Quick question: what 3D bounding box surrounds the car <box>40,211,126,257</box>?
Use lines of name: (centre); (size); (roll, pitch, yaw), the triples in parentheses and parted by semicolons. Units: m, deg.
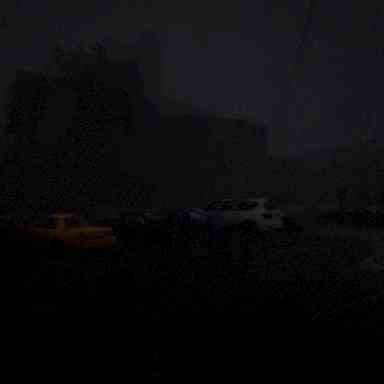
car: (-5.301, 1.523, 13.075); (5.366, 1.575, 1.946); (-1, -1, 35)

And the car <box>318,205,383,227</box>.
car: (11.857, 1.817, 25.075); (4.674, 1.452, 2.002); (-1, -1, 35)

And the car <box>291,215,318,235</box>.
car: (4.568, 1.657, 19.901); (4.892, 1.521, 2.231); (-1, -2, 34)

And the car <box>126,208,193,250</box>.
car: (-2.714, 1.555, 14.696); (4.892, 1.521, 2.231); (-1, -1, 35)

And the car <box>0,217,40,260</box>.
car: (-7.601, 1.526, 11.255); (4.792, 1.488, 2.163); (-1, -1, 35)

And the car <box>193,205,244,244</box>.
car: (-0.289, 1.585, 16.438); (5.008, 1.535, 2.097); (-1, -1, 35)

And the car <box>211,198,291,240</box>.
car: (2.114, 1.367, 18.178); (5.566, 2.045, 2.435); (-1, -1, 35)
